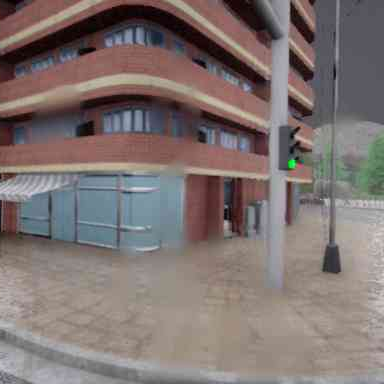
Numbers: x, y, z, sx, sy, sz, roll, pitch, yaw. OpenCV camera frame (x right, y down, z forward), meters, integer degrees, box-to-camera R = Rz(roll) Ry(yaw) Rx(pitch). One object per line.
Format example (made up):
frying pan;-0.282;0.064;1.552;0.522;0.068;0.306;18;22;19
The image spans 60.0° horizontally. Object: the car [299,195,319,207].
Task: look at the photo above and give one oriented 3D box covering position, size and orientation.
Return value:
car;15.515;1.199;47.007;1.882;1.535;5.008;1;1;-34
